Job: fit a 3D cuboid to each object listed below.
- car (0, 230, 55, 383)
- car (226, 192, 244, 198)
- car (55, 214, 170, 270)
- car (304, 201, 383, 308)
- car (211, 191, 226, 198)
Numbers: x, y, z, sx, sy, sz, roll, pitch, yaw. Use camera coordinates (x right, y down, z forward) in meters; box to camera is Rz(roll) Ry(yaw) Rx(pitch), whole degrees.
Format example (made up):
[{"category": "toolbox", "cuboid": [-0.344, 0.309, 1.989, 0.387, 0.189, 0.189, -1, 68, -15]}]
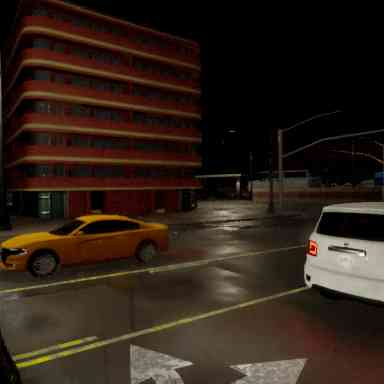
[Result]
[{"category": "car", "cuboid": [-3.674, 1.222, 1.131, 5.566, 2.045, 2.150, 0, 0, -35]}, {"category": "car", "cuboid": [11.360, 0.818, 85.096, 3.806, 1.475, 1.970, -1, 1, -35]}, {"category": "car", "cuboid": [-3.084, 1.476, 10.376, 5.008, 1.535, 1.882, 0, 0, -35]}, {"category": "car", "cuboid": [4.767, 1.218, 7.130, 5.566, 2.045, 2.150, 0, 0, -35]}, {"category": "car", "cuboid": [7.393, 0.671, 89.321, 4.611, 1.667, 2.242, -1, 1, -35]}]
